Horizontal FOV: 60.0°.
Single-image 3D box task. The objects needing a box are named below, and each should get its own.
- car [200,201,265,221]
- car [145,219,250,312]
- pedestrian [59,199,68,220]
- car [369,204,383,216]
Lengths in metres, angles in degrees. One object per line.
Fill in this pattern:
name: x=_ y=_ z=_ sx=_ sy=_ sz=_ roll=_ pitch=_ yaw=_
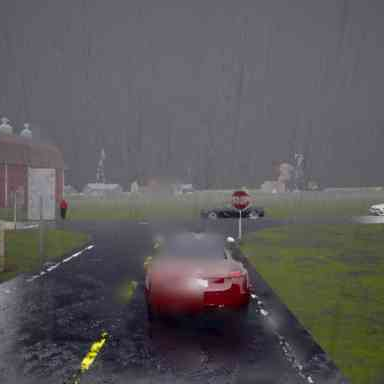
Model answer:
car: x=3.131 y=1.419 z=25.835 sx=5.008 sy=1.535 sz=1.882 roll=-1 pitch=0 yaw=-1
car: x=0.087 y=1.565 z=7.799 sx=1.994 sy=1.385 sz=4.181 roll=0 pitch=0 yaw=-1
pedestrian: x=-11.273 y=1.491 z=29.142 sx=0.375 sy=1.860 sz=0.375 roll=0 pitch=0 yaw=4
car: x=16.571 y=1.239 z=26.443 sx=4.674 sy=1.442 sz=1.812 roll=-1 pitch=0 yaw=-5
